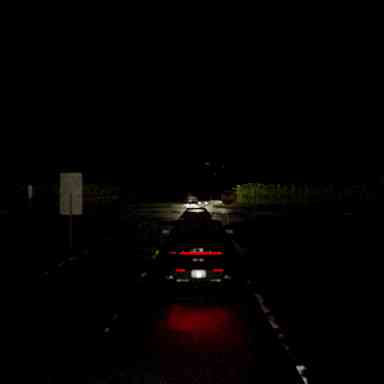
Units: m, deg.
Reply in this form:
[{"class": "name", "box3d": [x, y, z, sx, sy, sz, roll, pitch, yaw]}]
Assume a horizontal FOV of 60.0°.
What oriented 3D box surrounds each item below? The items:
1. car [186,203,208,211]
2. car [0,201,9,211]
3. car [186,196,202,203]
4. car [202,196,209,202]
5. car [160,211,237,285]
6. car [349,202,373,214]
[{"class": "car", "box3d": [0.262, 1.578, 19.572, 1.994, 1.385, 4.181, 0, 0, 2]}, {"class": "car", "box3d": [-22.301, 1.219, 36.053, 4.553, 1.767, 2.097, 0, 0, 3]}, {"class": "car", "box3d": [0.015, 1.561, 64.166, 2.128, 1.511, 4.902, 0, 0, 9]}, {"class": "car", "box3d": [2.854, 1.701, 78.706, 1.895, 1.301, 4.718, 0, 0, 12]}, {"class": "car", "box3d": [0.164, 1.510, 9.519, 1.837, 1.490, 4.892, 0, 0, 0]}, {"class": "car", "box3d": [20.268, 1.720, 36.517, 5.357, 1.411, 2.033, 0, 0, 6]}]
